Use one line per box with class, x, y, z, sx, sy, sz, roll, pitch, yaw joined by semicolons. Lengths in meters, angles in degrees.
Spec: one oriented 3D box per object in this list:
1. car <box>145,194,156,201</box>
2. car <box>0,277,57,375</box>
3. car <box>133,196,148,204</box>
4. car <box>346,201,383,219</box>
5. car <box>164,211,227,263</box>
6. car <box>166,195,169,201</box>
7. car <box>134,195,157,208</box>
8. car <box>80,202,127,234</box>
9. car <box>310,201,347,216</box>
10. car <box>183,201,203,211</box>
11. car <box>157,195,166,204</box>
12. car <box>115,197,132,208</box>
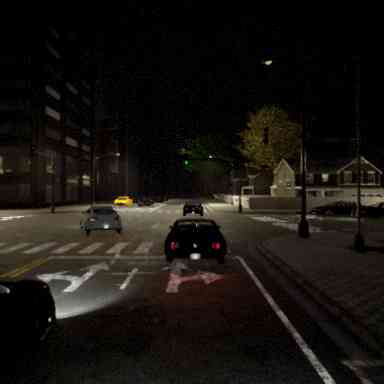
car;-9.750;1.358;78.712;1.882;1.535;5.008;0;0;0
car;-3.150;1.560;3.635;1.994;1.385;4.181;0;0;0
car;-9.762;1.472;63.147;2.033;1.411;5.357;0;0;0
car;16.761;1.583;28.956;5.357;1.411;2.033;0;0;-6
car;0.099;1.587;11.922;1.895;1.301;4.718;0;0;0
car;-6.500;1.386;77.770;1.837;1.490;4.892;0;0;0
car;-6.577;1.451;47.639;1.837;1.490;4.892;0;0;0
car;-5.236;1.504;18.943;1.812;1.442;4.674;0;0;-23
car;14.268;1.583;31.957;5.357;1.411;2.033;0;0;-6
car;0.113;1.585;32.855;1.895;1.301;4.718;1;0;0
car;-6.530;1.488;62.906;1.994;1.385;4.181;0;0;1
car;-9.827;1.425;47.771;1.882;1.535;5.008;0;0;0
